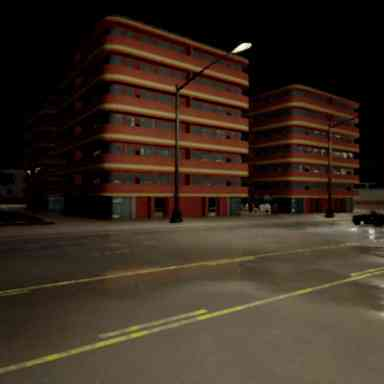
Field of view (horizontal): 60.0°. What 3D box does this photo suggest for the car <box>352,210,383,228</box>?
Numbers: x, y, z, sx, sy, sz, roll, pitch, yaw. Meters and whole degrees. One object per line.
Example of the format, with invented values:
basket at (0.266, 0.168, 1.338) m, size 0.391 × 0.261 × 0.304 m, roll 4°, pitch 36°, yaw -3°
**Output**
car at (15.465, 2.217, 27.963) m, size 4.718 × 1.301 × 1.895 m, roll 2°, pitch -1°, yaw -36°
